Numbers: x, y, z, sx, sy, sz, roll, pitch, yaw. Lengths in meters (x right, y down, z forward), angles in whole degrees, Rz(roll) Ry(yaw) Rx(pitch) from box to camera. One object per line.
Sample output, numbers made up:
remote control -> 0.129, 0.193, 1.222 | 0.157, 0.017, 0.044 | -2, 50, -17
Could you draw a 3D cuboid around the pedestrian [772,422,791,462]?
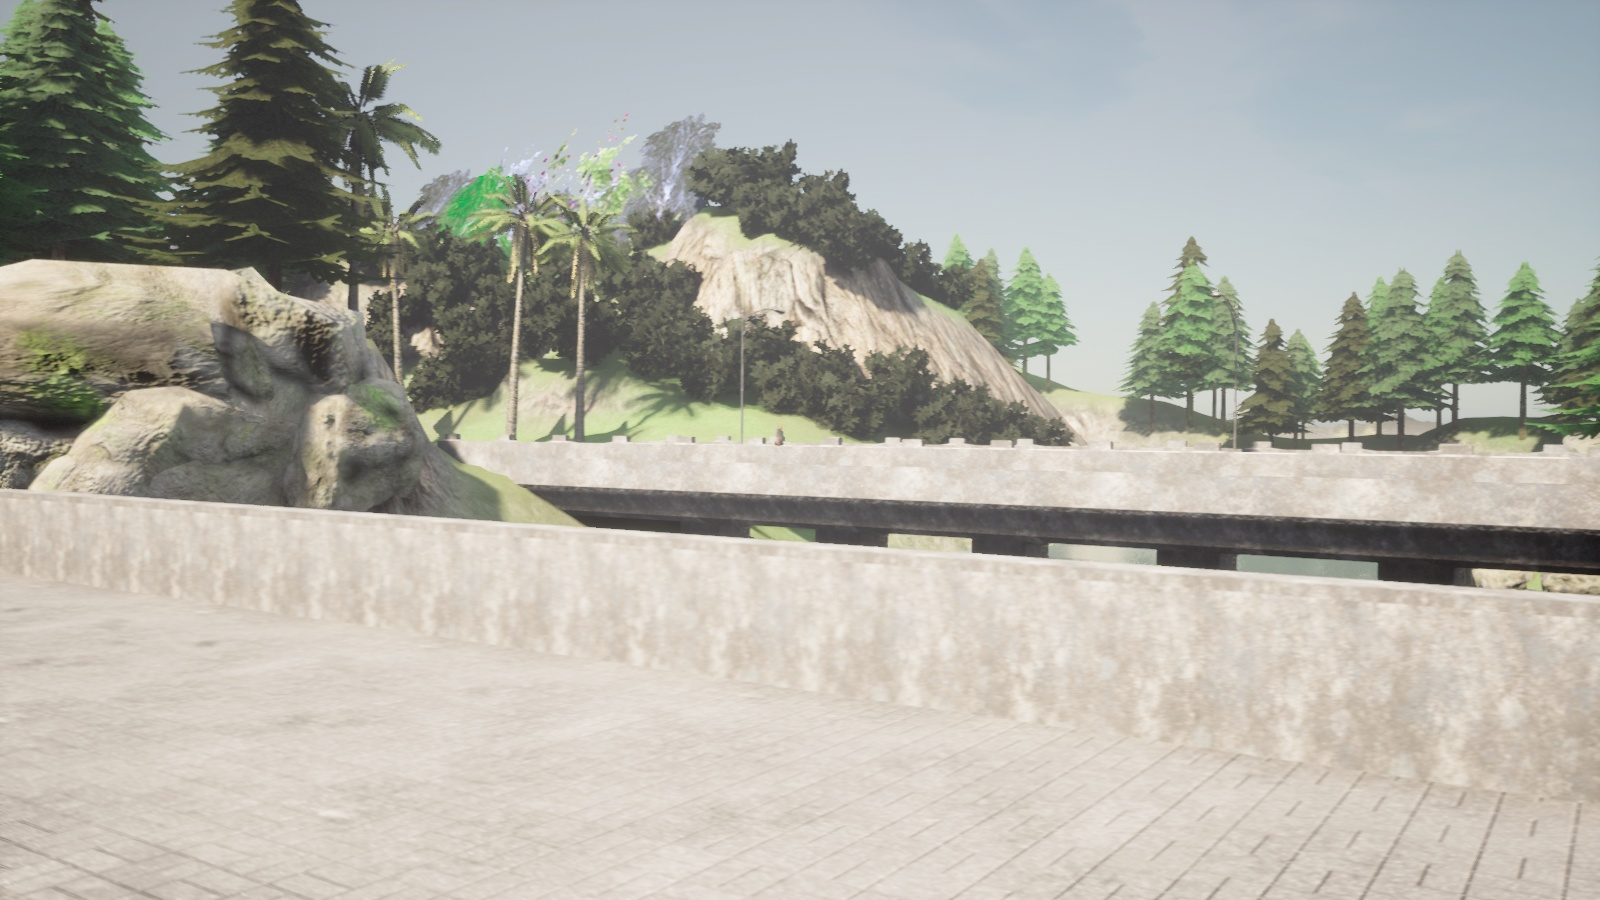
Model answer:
pedestrian -> -0.891, -0.382, 59.651 | 0.694, 1.848, 0.540 | 0, 1, 34
